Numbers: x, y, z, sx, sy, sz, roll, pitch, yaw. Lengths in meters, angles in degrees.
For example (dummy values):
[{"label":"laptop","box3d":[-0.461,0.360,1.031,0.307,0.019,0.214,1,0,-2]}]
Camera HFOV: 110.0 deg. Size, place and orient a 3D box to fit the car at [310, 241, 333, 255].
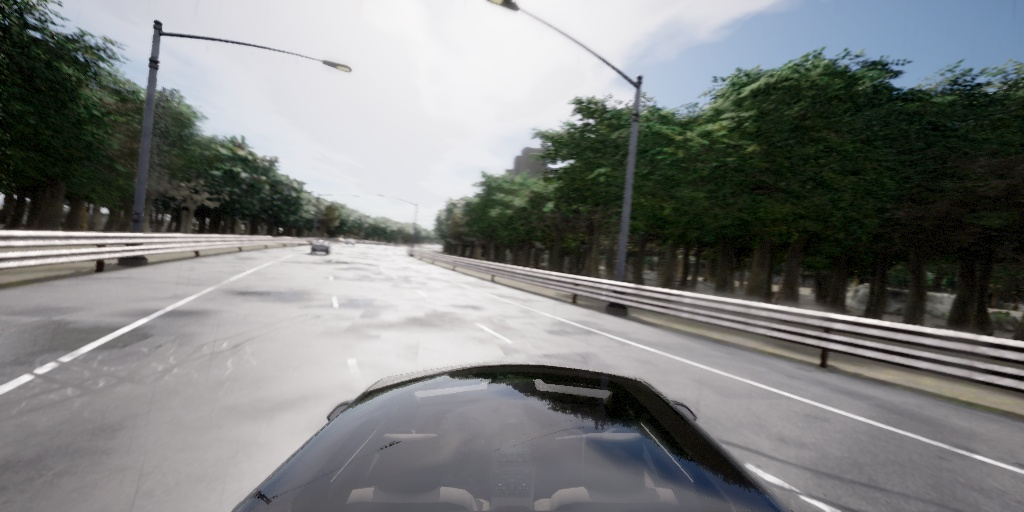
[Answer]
[{"label":"car","box3d":[-21.439,-0.946,40.448,2.128,1.511,4.902,6,0,-22]}]
